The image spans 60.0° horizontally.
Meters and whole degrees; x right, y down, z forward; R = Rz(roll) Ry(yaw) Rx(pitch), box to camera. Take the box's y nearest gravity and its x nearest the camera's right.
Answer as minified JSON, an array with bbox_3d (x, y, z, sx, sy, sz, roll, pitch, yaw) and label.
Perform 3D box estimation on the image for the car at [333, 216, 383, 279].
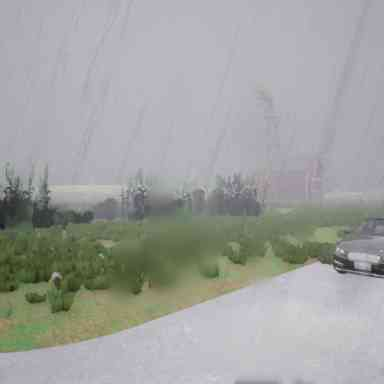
[{"bbox_3d":[5.751,1.491,9.652,2.128,1.511,4.902,0,0,44],"label":"car"}]
